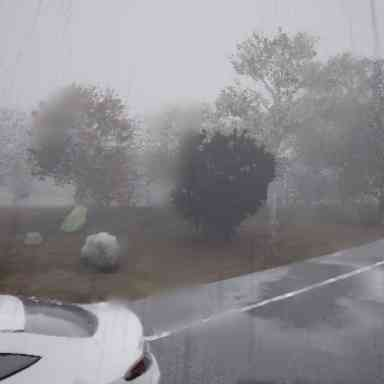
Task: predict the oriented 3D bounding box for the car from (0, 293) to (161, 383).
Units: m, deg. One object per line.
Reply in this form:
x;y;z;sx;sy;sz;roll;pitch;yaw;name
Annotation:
-2.418;1.537;2.078;4.674;1.442;1.812;0;0;-36;car
